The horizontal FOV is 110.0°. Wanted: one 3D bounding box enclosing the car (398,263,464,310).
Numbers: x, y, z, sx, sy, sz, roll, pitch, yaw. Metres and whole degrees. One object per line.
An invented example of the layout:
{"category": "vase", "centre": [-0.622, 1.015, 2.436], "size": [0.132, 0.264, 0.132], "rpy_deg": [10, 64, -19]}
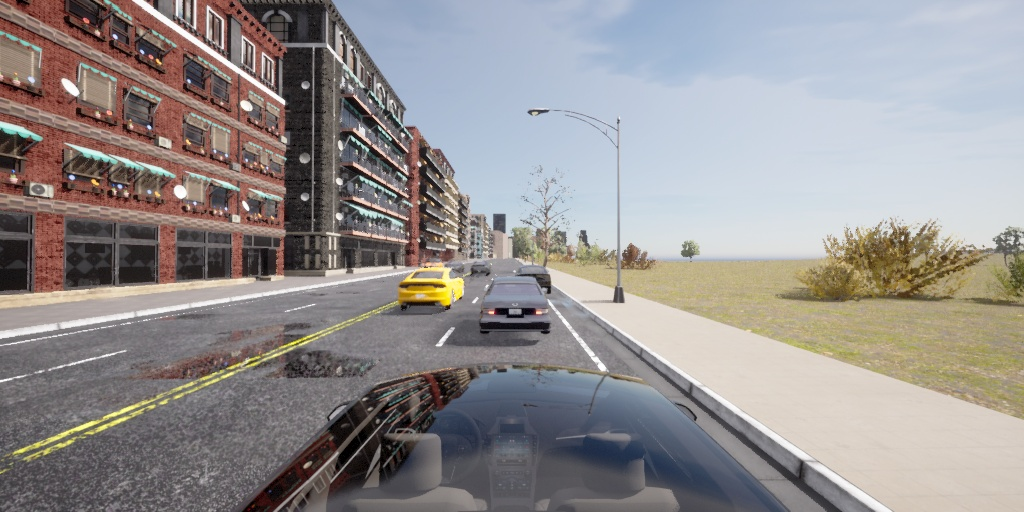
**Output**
{"category": "car", "centre": [-3.171, 1.229, 14.845], "size": [1.882, 1.535, 5.008], "rpy_deg": [0, 0, 0]}

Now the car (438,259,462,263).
{"category": "car", "centre": [-6.659, 1.243, 41.358], "size": [2.128, 1.511, 4.902], "rpy_deg": [0, 0, 0]}

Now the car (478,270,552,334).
{"category": "car", "centre": [0.089, 1.299, 10.597], "size": [2.033, 1.411, 5.357], "rpy_deg": [0, 0, 0]}

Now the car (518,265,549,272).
{"category": "car", "centre": [1.109, 1.230, 20.361], "size": [1.882, 1.535, 5.008], "rpy_deg": [0, 0, 0]}

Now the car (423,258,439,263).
{"category": "car", "centre": [-9.913, 1.103, 44.550], "size": [2.097, 1.767, 4.553], "rpy_deg": [0, 0, 0]}

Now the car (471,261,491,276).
{"category": "car", "centre": [-3.204, 1.245, 37.517], "size": [2.128, 1.511, 4.902], "rpy_deg": [0, 0, 0]}
